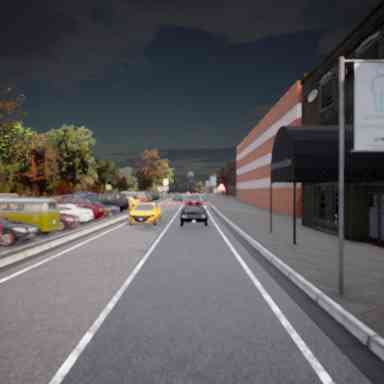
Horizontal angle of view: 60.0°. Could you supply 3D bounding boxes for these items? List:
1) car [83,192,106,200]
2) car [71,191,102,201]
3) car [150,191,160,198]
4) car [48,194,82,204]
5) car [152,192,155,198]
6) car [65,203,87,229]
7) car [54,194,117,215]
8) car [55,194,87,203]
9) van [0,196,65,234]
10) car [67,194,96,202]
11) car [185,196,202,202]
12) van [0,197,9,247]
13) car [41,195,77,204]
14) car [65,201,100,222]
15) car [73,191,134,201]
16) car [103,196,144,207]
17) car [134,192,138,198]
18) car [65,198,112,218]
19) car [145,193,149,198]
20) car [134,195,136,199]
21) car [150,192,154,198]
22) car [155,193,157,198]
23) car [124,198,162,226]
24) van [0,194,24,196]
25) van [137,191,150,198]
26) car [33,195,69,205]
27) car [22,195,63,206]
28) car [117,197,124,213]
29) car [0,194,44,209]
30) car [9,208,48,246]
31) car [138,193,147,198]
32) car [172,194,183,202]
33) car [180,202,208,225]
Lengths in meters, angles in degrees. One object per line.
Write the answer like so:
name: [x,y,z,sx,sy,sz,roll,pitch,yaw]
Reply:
car: [-21.631,0.866,74.136,4.553,1.767,2.185,0,0,0]
car: [-21.685,0.815,68.355,5.566,2.045,2.435,0,1,0]
car: [-9.143,1.095,65.702,5.008,1.535,2.097,0,1,0]
car: [-21.739,1.185,57.188,5.008,1.535,2.097,0,1,0]
car: [-9.178,1.224,57.226,4.674,1.452,2.002,0,1,0]
car: [-9.298,1.590,20.485,4.674,1.452,2.002,0,1,0]
car: [-9.299,1.344,28.969,4.553,1.767,2.185,0,1,0]
car: [-21.731,1.157,60.011,4.892,1.521,2.231,0,1,0]
van: [-9.421,1.327,17.527,4.442,1.987,1.878,0,0,0]
car: [-21.728,1.097,65.658,4.892,1.521,2.231,0,1,0]
car: [0.241,1.238,41.777,2.097,1.767,4.553,0,1,0]
van: [-9.440,1.289,11.997,4.442,1.987,1.878,0,0,0]
car: [-21.749,1.213,54.364,5.008,1.535,2.097,0,1,0]
car: [-9.283,1.566,23.319,4.674,1.452,2.002,0,1,0]
car: [-9.278,1.161,34.618,5.566,2.045,2.435,0,1,0]
car: [-9.398,1.295,45.924,5.366,1.575,1.946,0,1,0]
car: [-9.262,1.229,40.271,4.553,1.767,2.185,0,1,0]
car: [-9.271,1.498,26.144,5.008,1.535,2.097,0,1,0]
car: [-9.201,1.309,48.749,4.674,1.452,2.002,0,1,0]
car: [-9.425,1.381,37.447,5.366,1.575,1.946,0,1,0]
car: [-9.156,1.242,54.400,4.792,1.488,2.163,0,1,0]
car: [-9.164,1.195,60.052,4.674,1.452,2.002,0,1,0]
car: [-3.311,1.496,24.096,1.882,1.535,5.008,0,0,0]
van: [-21.924,1.158,37.424,4.442,1.987,1.878,0,0,0]
van: [-9.311,1.015,51.572,4.442,1.987,1.878,0,1,0]
car: [-21.792,1.271,51.541,4.792,1.488,2.163,0,1,0]
car: [-21.777,1.271,48.592,5.008,1.535,2.097,0,1,0]
car: [-9.261,1.481,31.796,4.674,1.452,2.002,0,1,0]
car: [-21.821,1.203,42.945,4.553,1.767,2.185,0,1,0]
car: [-9.316,1.576,14.820,4.674,1.452,2.002,0,0,0]
car: [-9.036,1.323,43.097,5.366,1.575,1.946,0,1,0]
car: [-2.874,1.172,66.105,1.837,1.490,4.892,0,1,1]
car: [0.137,1.619,23.940,1.895,1.301,4.718,0,0,0]
